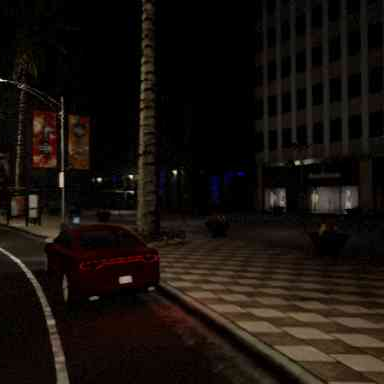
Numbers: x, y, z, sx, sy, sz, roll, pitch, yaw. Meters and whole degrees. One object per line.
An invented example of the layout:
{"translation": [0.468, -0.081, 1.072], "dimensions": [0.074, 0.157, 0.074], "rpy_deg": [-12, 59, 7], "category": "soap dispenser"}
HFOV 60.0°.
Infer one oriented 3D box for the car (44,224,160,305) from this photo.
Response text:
{"translation": [-2.553, 1.573, 8.564], "dimensions": [1.882, 1.535, 5.008], "rpy_deg": [0, -1, -31], "category": "car"}
